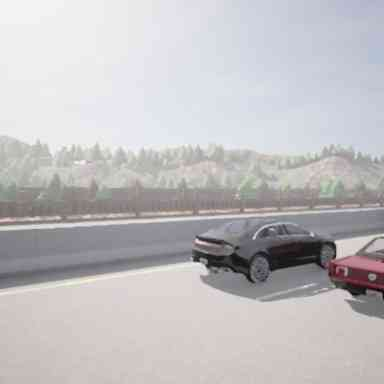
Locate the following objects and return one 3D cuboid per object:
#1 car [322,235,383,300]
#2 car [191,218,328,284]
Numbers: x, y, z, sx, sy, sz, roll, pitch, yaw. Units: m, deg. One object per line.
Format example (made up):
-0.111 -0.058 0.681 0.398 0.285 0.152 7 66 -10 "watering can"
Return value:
5.191 1.622 7.449 4.718 1.301 1.895 0 0 -36 "car"
2.263 1.510 9.660 4.902 1.511 2.128 0 0 -36 "car"
